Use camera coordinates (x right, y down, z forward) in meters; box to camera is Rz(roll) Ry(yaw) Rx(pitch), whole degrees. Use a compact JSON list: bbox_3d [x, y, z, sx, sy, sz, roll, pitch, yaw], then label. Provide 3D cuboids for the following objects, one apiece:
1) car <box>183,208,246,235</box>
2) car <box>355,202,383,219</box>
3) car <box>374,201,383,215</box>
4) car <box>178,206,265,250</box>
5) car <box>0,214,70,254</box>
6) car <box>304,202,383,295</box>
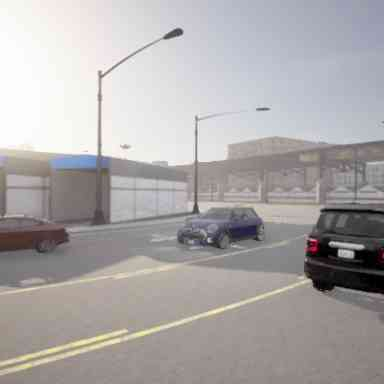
[{"bbox_3d":[1.550,1.740,20.942,1.895,1.301,4.718,0,0,34],"label":"car"},{"bbox_3d":[18.182,1.779,33.448,2.128,1.511,4.902,0,0,12],"label":"car"},{"bbox_3d":[22.189,1.833,36.863,1.837,1.490,4.892,0,0,6],"label":"car"},{"bbox_3d":[1.441,1.452,15.136,2.097,1.767,4.553,0,0,41],"label":"car"},{"bbox_3d":[-6.934,1.573,12.193,4.674,1.442,1.812,1,-1,-38],"label":"car"},{"bbox_3d":[4.853,1.294,8.258,5.566,2.045,2.150,1,0,-45],"label":"car"}]
